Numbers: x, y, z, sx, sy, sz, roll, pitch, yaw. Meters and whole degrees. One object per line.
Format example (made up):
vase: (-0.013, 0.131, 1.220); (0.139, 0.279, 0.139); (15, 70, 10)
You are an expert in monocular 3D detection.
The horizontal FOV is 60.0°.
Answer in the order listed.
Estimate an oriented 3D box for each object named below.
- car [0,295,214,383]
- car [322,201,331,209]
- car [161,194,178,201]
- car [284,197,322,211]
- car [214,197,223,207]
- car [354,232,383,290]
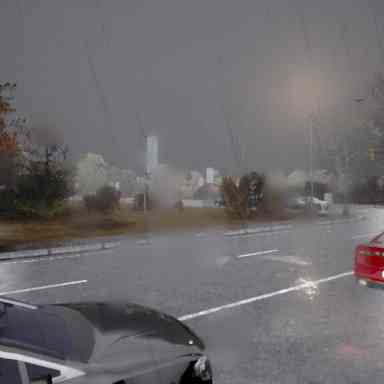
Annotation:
car: (-2.031, 1.492, 2.282); (4.902, 1.511, 2.128); (0, 0, -35)
car: (13.882, 1.281, 39.131); (1.812, 1.442, 4.674); (-1, 0, -39)
car: (-5.398, 1.253, 74.579); (2.033, 1.411, 5.357); (-1, 0, -38)
car: (11.095, 1.333, 36.979); (2.033, 1.411, 5.357); (-1, 0, -39)
car: (5.041, 1.296, 44.534); (1.837, 1.490, 4.892); (-1, 0, -39)
car: (5.865, 1.444, 7.920); (5.008, 1.535, 1.882); (-1, 0, -35)
